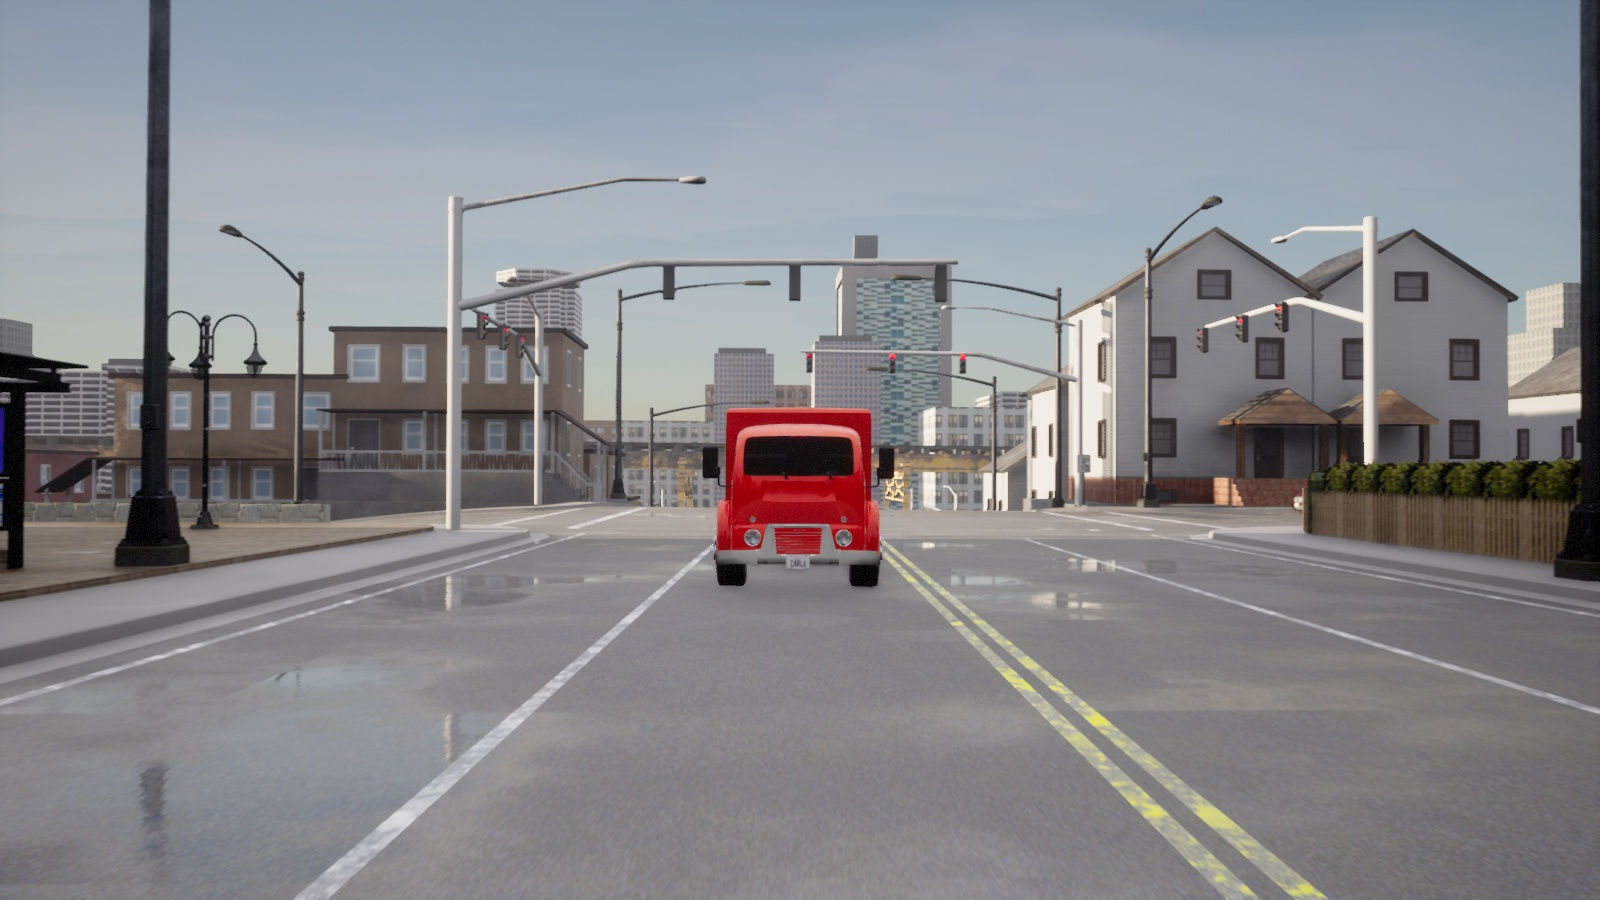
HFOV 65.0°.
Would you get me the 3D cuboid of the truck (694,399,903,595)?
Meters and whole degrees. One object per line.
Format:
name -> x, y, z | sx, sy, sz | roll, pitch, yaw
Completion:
truck -> -0.023, 0.637, 18.490 | 2.627, 2.467, 5.204 | 0, -1, 0
